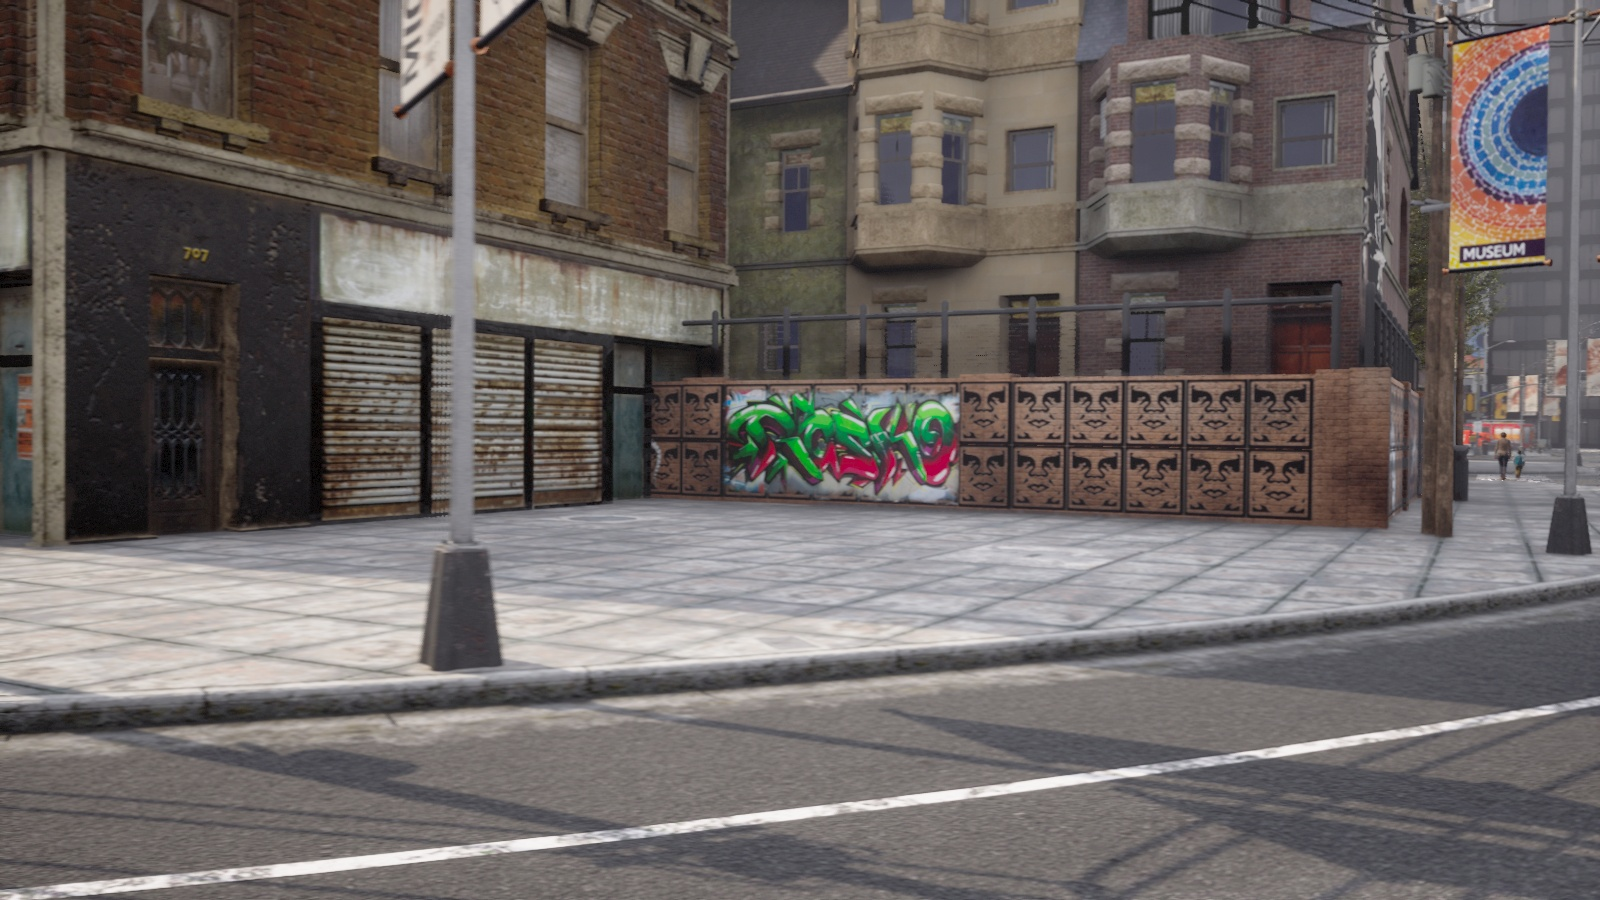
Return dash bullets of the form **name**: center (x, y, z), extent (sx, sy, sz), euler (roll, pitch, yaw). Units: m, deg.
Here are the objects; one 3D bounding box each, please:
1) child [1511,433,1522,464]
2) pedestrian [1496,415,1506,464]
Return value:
- **child**: center (27.650, -0.063, 48.438), extent (0.343, 1.192, 0.448), euler (0, 1, 33)
- **pedestrian**: center (25.764, -0.387, 46.155), extent (0.328, 1.805, 0.869), euler (0, 1, 30)
